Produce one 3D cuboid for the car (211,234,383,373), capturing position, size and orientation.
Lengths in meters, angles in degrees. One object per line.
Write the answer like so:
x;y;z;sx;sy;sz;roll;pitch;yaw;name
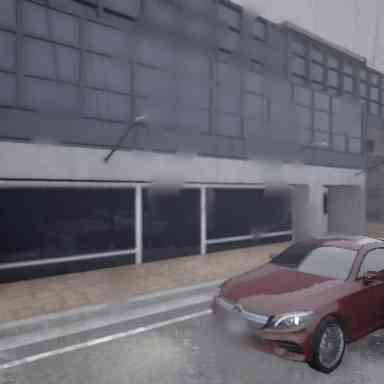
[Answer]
2.481;1.522;5.756;4.674;1.442;1.812;0;0;-35;car
